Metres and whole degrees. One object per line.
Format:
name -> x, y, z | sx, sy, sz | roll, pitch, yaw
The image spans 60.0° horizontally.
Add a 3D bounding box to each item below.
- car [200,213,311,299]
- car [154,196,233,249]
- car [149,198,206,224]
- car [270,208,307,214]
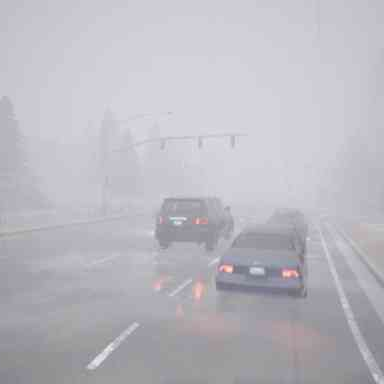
car -> 2.031, 1.528, 8.632 | 2.033, 1.411, 5.357 | 0, 0, 19
car -> 0.299, 1.189, 14.284 | 2.150, 2.045, 5.566 | 0, 0, 17
car -> -0.796, 1.146, 22.438 | 2.033, 1.411, 5.357 | 0, 0, 19
car -> 5.016, 1.525, 17.378 | 1.994, 1.385, 4.181 | 0, 0, 18
